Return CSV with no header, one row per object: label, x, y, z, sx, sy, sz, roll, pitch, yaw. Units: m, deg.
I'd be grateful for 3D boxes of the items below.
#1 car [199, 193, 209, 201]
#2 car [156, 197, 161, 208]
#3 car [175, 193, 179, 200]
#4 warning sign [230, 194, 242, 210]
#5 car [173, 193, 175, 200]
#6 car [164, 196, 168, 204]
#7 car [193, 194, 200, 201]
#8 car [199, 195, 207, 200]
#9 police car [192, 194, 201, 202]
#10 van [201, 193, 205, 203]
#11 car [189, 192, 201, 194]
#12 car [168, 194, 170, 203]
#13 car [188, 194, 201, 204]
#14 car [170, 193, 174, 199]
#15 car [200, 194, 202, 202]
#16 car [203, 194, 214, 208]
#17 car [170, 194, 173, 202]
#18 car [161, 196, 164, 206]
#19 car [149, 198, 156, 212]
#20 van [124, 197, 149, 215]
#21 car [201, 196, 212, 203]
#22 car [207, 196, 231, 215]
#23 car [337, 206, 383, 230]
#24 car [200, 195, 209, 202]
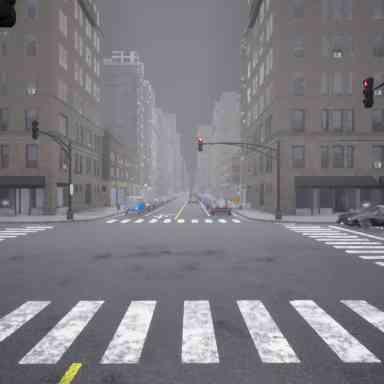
car,3.018,1.308,84.413,2.192,1.841,5.009,0,0,0
car,-5.674,1.568,44.760,1.947,1.339,4.313,0,0,0
car,-5.484,1.306,90.106,2.192,1.841,5.009,0,0,0
warning sign,5.230,1.118,39.374,1.300,1.860,1.060,0,0,0
car,-5.532,1.521,78.599,1.752,1.417,4.829,0,0,0
car,-5.627,1.568,56.097,1.947,1.339,4.313,0,0,0
car,1.159,1.447,89.582,1.801,1.575,5.366,0,0,0
car,3.042,1.557,90.083,1.947,1.339,4.313,0,0,0
police car,1.126,1.421,79.487,1.930,1.638,5.238,0,0,-1
van,2.899,1.343,56.066,1.690,1.788,3.998,0,0,0
car,0.303,1.038,72.994,2.150,2.045,5.566,0,0,0
car,-5.604,1.527,61.595,1.752,1.417,4.829,0,0,0
car,0.261,1.565,62.960,1.994,1.385,4.181,0,0,0
car,-5.555,1.543,73.101,1.887,1.381,4.507,0,0,0
car,2.923,1.526,61.905,1.752,1.417,4.829,0,0,0
car,2.851,1.443,44.728,1.967,1.590,4.097,0,0,0
car,-5.579,1.566,67.433,1.947,1.339,4.313,0,0,0
car,-5.651,1.585,50.428,1.802,1.307,4.206,0,0,0
car,-5.698,1.442,39.092,1.967,1.590,4.097,0,0,0
van,-5.722,1.343,33.423,1.690,1.788,3.998,0,0,0
car,2.947,1.551,67.405,2.008,1.369,4.403,0,0,0
car,2.804,1.442,33.390,1.967,1.590,4.097,0,0,0
car,11.994,1.559,20.714,5.357,1.411,2.033,0,0,0
car,2.994,1.436,78.744,1.967,1.590,4.097,0,0,0
